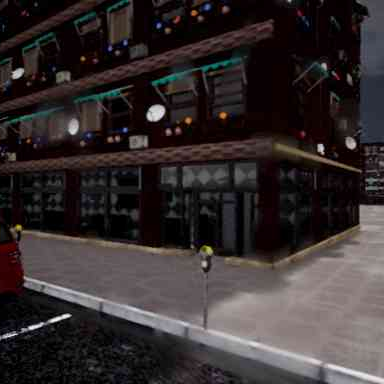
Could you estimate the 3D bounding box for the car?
[{"bbox_3d":[-5.402,1.313,6.727,5.009,1.841,2.192,0,0,36],"label":"car"}]
